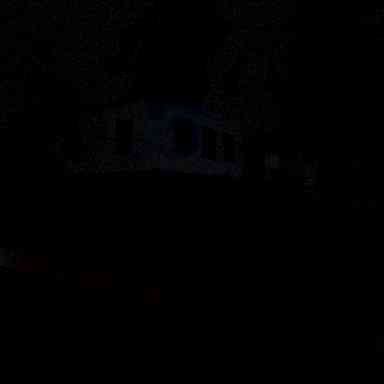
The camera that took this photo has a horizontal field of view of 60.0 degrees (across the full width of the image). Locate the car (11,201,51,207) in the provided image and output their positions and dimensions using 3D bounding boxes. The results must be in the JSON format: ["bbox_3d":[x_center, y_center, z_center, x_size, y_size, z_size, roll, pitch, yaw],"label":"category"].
[{"bbox_3d":[-14.724,1.528,29.203,2.033,1.411,5.357,0,0,29],"label":"car"}]
